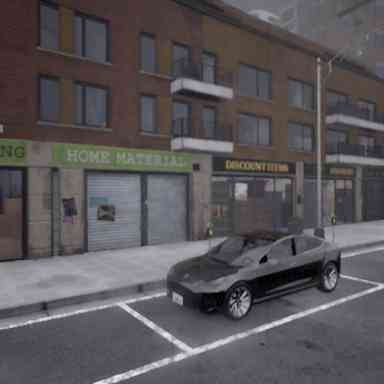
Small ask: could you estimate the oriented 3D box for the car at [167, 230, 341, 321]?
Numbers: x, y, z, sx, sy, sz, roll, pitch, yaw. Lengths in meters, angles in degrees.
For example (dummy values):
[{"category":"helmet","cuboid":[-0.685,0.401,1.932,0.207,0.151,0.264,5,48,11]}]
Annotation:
[{"category":"car","cuboid":[1.516,1.549,7.257,4.313,1.339,1.947,0,0,-35]}]
